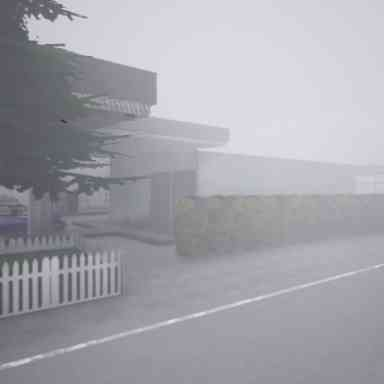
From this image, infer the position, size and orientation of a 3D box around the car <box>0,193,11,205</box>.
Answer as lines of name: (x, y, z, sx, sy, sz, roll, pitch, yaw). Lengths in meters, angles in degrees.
car: (-30.845, 1.160, 53.913, 1.932, 1.855, 4.605, 0, 0, -36)

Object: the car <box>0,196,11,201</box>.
car: (-25.800, 1.414, 47.097, 1.970, 1.475, 3.806, 0, 0, -36)

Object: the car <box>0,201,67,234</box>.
car: (-9.181, 1.500, 17.880, 4.611, 1.667, 2.242, 0, 0, -36)
